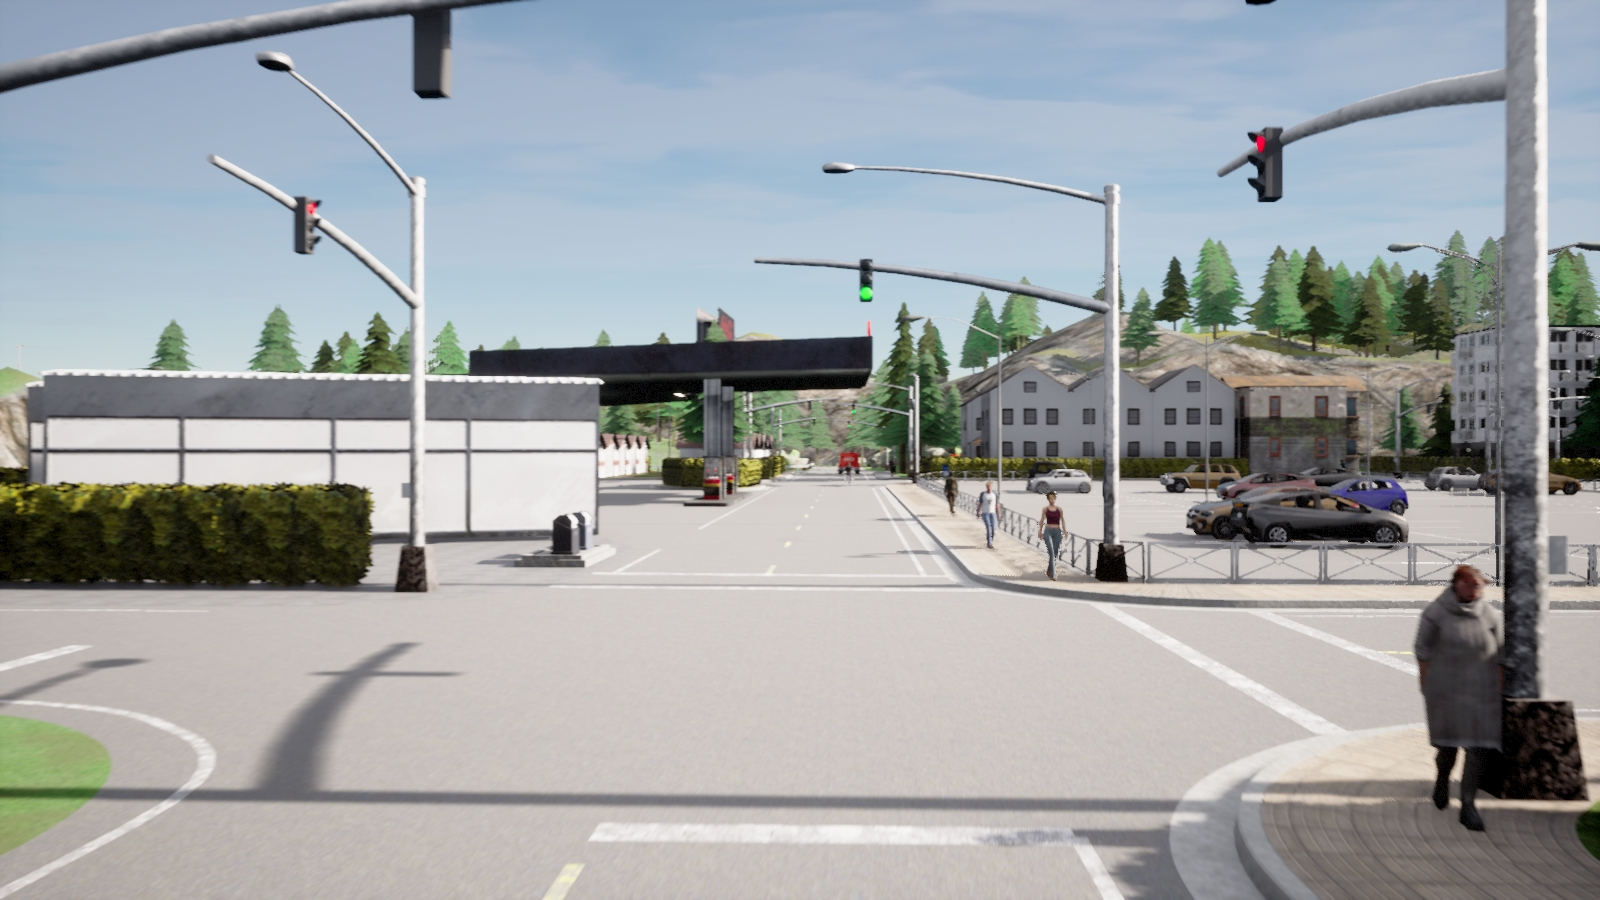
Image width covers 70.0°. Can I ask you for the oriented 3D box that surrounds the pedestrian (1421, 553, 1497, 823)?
[{"bbox_3d":[4.760,1.694,8.266,0.375,1.860,0.375,0,0,11],"label":"pedestrian"}]

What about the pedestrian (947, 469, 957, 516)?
[{"bbox_3d":[6.041,1.692,45.417,0.375,1.860,0.375,0,0,1],"label":"pedestrian"}]

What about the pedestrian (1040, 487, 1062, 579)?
[{"bbox_3d":[5.145,1.694,23.383,0.375,1.860,0.375,0,0,2],"label":"pedestrian"}]

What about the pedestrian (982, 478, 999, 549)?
[{"bbox_3d":[5.089,1.693,30.588,0.375,1.860,0.375,0,0,-3],"label":"pedestrian"}]
